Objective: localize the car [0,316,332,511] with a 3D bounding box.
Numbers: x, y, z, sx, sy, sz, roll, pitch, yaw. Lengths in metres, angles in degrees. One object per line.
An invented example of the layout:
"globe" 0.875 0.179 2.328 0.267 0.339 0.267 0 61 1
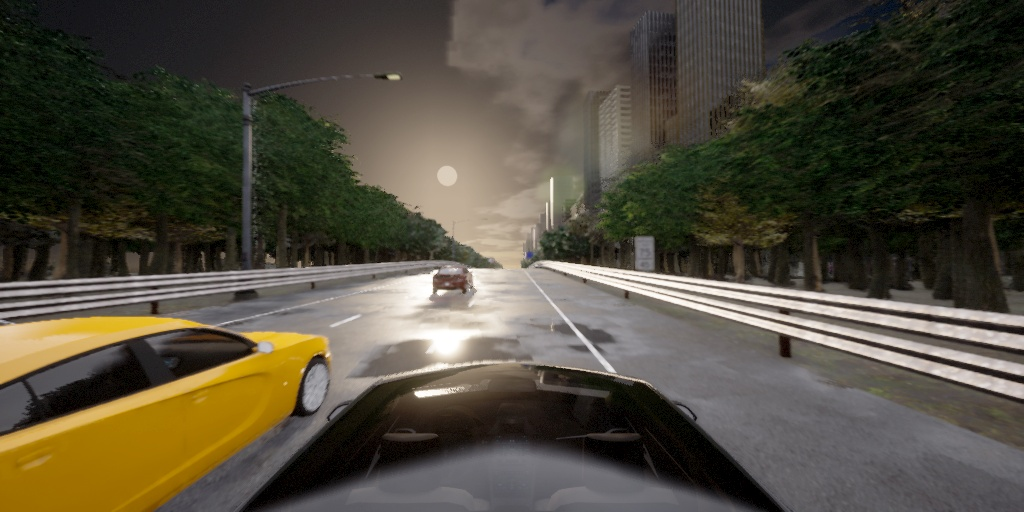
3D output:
"car" -3.400 1.235 2.930 1.882 1.535 5.008 0 0 0

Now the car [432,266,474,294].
"car" -3.392 1.313 21.223 1.882 1.535 5.008 0 0 0

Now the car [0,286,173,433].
"car" -6.899 1.254 3.709 2.128 1.511 4.902 0 0 0
